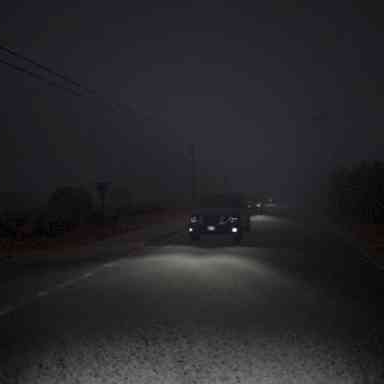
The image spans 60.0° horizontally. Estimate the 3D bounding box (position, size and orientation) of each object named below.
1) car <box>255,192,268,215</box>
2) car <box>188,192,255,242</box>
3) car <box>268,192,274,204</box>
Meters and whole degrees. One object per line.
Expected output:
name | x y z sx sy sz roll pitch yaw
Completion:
car | 5.112 0.994 28.810 2.097 1.767 4.553 -1 0 16
car | 1.503 1.062 15.967 2.150 2.045 5.566 -1 0 16
car | 10.219 0.749 46.370 2.097 1.767 4.553 -1 0 17
